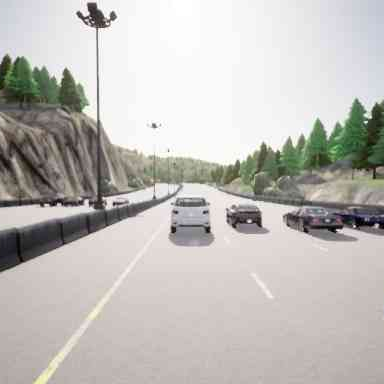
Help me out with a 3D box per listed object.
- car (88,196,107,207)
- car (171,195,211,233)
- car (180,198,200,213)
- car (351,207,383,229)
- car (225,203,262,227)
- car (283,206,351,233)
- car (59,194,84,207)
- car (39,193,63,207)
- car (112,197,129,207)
[{"bbox_3d":[-14.454,1.423,51.009,1.882,1.535,5.008,0,0,0],"label":"car"},{"bbox_3d":[-0.086,1.201,19.835,2.150,2.045,5.566,0,0,-1],"label":"car"},{"bbox_3d":[-0.228,1.451,37.260,2.128,1.511,4.902,0,0,-1],"label":"car"},{"bbox_3d":[10.417,1.578,20.978,1.895,1.301,4.718,0,0,-1],"label":"car"},{"bbox_3d":[3.405,1.480,22.255,1.837,1.490,4.892,0,0,-1],"label":"car"},{"bbox_3d":[6.929,1.526,19.575,2.033,1.411,5.357,0,0,-1],"label":"car"},{"bbox_3d":[-17.954,1.423,50.706,1.882,1.535,5.008,0,0,0],"label":"car"},{"bbox_3d":[-21.454,1.153,51.300,2.150,2.045,5.566,0,0,0],"label":"car"},{"bbox_3d":[-10.955,1.491,51.406,2.033,1.411,5.357,0,0,0],"label":"car"}]
